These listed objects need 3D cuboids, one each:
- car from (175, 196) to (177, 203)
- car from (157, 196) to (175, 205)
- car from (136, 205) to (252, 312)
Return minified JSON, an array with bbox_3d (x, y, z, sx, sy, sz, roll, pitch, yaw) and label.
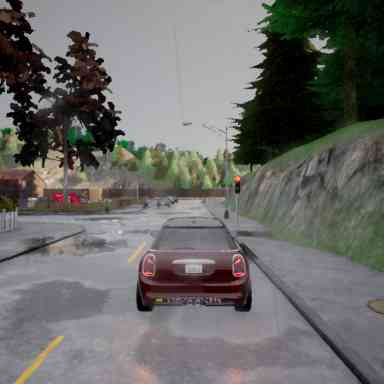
[{"bbox_3d":[-4.064,1.526,59.090,1.812,1.442,4.674,0,0,0],"label":"car"},{"bbox_3d":[-4.087,1.491,49.060,2.128,1.511,4.902,0,0,0],"label":"car"},{"bbox_3d":[0.055,1.352,7.891,2.097,1.767,4.553,0,0,1],"label":"car"}]
